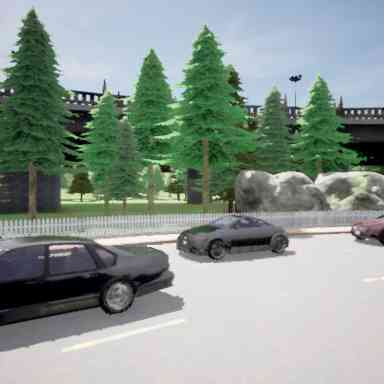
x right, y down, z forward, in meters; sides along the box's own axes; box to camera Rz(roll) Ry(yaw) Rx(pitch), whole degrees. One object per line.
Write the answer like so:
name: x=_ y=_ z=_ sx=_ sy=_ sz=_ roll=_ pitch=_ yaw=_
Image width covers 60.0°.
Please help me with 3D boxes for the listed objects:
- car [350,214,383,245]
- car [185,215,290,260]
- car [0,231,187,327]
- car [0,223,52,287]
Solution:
car: x=9.688 y=1.569 z=15.261 sx=4.674 sy=1.442 sz=1.812 roll=0 pitch=0 yaw=-10
car: x=1.552 y=1.585 z=12.408 sx=4.181 sy=1.385 sz=1.994 roll=0 pitch=0 yaw=-25
car: x=-2.940 y=1.549 z=6.093 sx=5.357 sy=1.411 sz=2.033 roll=0 pitch=0 yaw=-34
car: x=-6.078 y=1.598 z=8.055 sx=4.718 sy=1.301 sz=1.895 roll=0 pitch=0 yaw=-32
